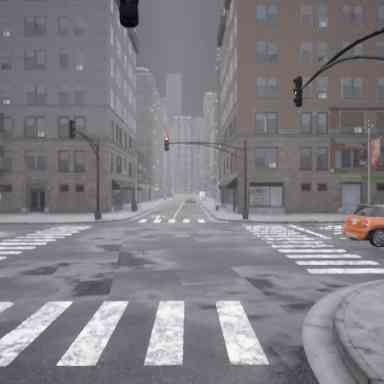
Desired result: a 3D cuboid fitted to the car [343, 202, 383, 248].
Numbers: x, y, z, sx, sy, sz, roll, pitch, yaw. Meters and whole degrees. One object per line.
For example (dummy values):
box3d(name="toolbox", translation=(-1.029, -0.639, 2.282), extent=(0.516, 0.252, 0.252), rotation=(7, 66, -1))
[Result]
box3d(name="car", translation=(8.930, 1.299, 13.982), extent=(4.553, 1.767, 2.097), rotation=(0, 0, -1))

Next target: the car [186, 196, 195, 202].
box3d(name="car", translation=(-0.375, 1.454, 73.703), extent=(1.895, 1.301, 4.718), rotation=(0, 0, 0))

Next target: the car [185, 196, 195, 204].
box3d(name="car", translation=(-0.306, 1.623, 63.698), extent=(1.895, 1.301, 4.718), rotation=(0, 0, 0))
